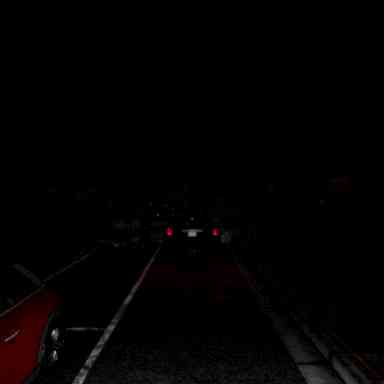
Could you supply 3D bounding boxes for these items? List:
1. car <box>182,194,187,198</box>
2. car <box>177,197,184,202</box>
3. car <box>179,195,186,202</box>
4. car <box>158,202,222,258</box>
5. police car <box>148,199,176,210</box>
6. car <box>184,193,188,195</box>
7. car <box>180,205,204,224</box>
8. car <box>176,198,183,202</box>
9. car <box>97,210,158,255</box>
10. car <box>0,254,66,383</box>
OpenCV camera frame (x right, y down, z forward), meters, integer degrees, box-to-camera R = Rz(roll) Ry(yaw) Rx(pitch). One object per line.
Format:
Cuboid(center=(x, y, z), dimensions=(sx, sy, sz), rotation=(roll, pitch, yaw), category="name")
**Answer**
Cuboid(center=(-2.627, 1.771, 74.709), dimensions=(1.947, 1.339, 4.313), rotation=(0, 0, 0), category="car")
Cuboid(center=(-2.635, 1.890, 52.557), dimensions=(1.947, 1.339, 4.313), rotation=(0, 0, 0), category="car")
Cuboid(center=(-2.629, 1.831, 69.177), dimensions=(1.802, 1.307, 4.206), rotation=(0, 0, 0), category="car")
Cuboid(center=(0.019, 1.472, 13.406), dimensions=(2.097, 1.767, 4.553), rotation=(0, -1, 0), category="car")
Cuboid(center=(-2.747, 1.651, 29.295), dimensions=(1.930, 1.638, 5.238), rotation=(0, 0, 0), category="police car")
Cuboid(center=(-2.626, 1.602, 80.241), dimensions=(1.967, 1.590, 4.097), rotation=(0, 0, 0), category="car")
Cuboid(center=(0.016, 1.820, 28.229), dimensions=(1.895, 1.301, 4.718), rotation=(0, 0, 0), category="car")
Cuboid(center=(-2.638, 1.883, 47.016), dimensions=(1.947, 1.339, 4.313), rotation=(0, 0, 0), category="car")
Cuboid(center=(-2.644, 1.675, 13.806), dimensions=(2.008, 1.369, 4.403), rotation=(-1, 0, 0), category="car")
Cuboid(center=(-2.648, 1.468, 2.737), dimensions=(1.967, 1.590, 4.097), rotation=(-1, -1, 0), category="car")
